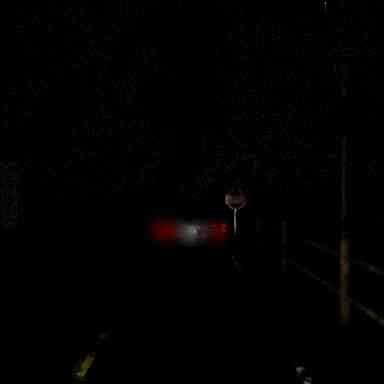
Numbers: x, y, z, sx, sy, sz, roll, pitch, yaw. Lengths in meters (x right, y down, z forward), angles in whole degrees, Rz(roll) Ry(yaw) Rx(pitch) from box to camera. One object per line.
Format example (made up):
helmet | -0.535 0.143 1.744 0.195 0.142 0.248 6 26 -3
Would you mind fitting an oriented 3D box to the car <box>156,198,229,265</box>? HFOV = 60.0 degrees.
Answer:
car | 0.037 1.218 11.806 2.150 2.045 5.566 0 0 1
